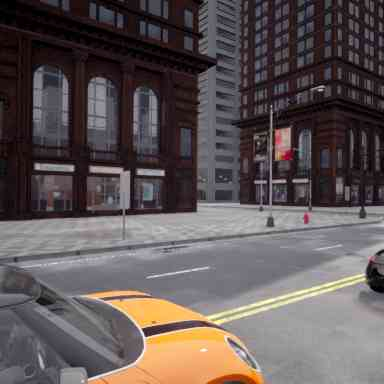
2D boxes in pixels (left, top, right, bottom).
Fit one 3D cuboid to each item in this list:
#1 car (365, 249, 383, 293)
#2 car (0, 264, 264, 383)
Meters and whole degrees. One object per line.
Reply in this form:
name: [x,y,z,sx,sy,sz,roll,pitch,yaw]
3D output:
car: [5.863,1.576,7.646,4.181,1.385,1.994,0,0,-35]
car: [-1.563,1.352,2.324,4.553,1.767,2.097,0,0,-36]
